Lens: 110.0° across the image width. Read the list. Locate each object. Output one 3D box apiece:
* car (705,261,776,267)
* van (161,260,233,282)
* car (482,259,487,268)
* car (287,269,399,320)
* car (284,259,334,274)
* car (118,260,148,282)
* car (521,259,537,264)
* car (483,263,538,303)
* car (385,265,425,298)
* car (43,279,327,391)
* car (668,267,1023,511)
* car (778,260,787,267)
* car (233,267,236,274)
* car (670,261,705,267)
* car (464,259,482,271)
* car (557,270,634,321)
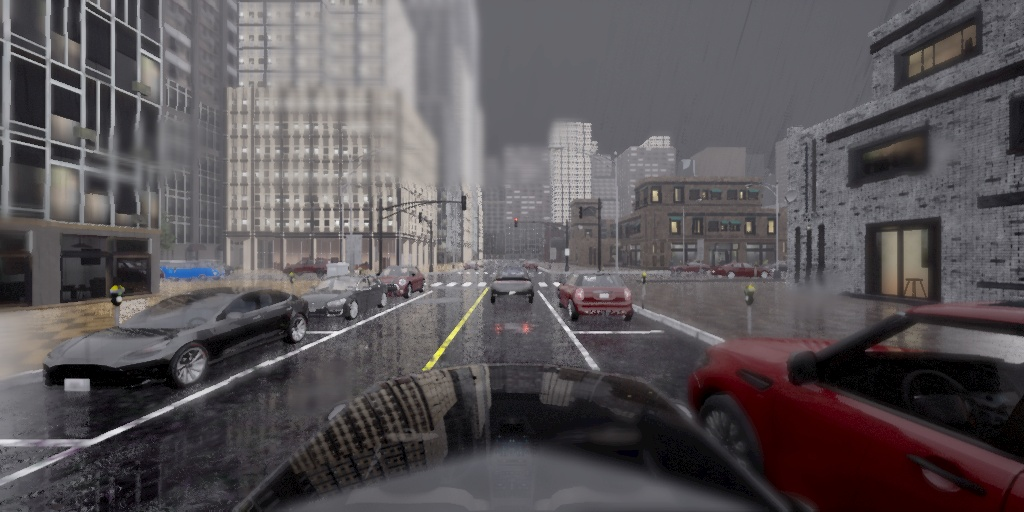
[{"bbox_3d":[19.074,1.156,29.975,4.507,1.381,1.888,0,0,-1],"label":"car"},{"bbox_3d":[-25.714,1.251,29.300,3.998,1.789,1.690,0,0,-1],"label":"van"},{"bbox_3d":[-5.691,1.300,61.326,1.751,1.417,4.829,0,0,0],"label":"car"},{"bbox_3d":[-5.691,1.300,12.409,2.007,1.370,4.403,0,0,0],"label":"car"},{"bbox_3d":[-21.122,1.208,37.751,5.009,1.841,2.192,0,0,-1],"label":"car"},{"bbox_3d":[-31.411,1.262,29.215,5.009,1.841,2.192,0,0,-1],"label":"car"},{"bbox_3d":[2.691,1.311,50.414,1.888,1.381,4.507,0,0,0],"label":"car"},{"bbox_3d":[0.000,1.246,16.500,2.128,1.511,4.902,0,0,0],"label":"car"},{"bbox_3d":[-5.691,1.190,17.947,1.967,1.591,4.097,0,0,0],"label":"car"},{"bbox_3d":[-5.690,1.315,6.873,1.948,1.339,4.313,0,0,0],"label":"car"},{"bbox_3d":[2.690,1.063,1.335,2.192,1.841,5.009,0,0,0],"label":"car"},{"bbox_3d":[28.810,1.109,38.504,4.403,1.370,2.007,0,0,-1],"label":"car"},{"bbox_3d":[-31.531,1.512,37.594,4.403,1.370,2.007,0,0,-1],"label":"car"},{"bbox_3d":[18.948,1.207,38.355,4.207,1.307,1.802,0,0,-1],"label":"car"},{"bbox_3d":[-5.691,1.348,50.414,1.802,1.307,4.207,0,0,0],"label":"car"},{"bbox_3d":[2.691,1.189,12.409,1.967,1.591,4.097,0,0,0],"label":"car"}]
